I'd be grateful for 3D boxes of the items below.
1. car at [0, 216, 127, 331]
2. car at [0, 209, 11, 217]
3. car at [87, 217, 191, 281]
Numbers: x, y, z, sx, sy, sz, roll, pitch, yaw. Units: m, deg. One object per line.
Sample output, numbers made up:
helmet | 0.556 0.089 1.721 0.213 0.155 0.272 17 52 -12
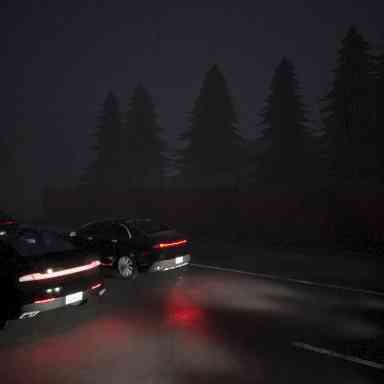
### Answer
car | -3.866 1.492 6.777 4.902 1.511 2.128 0 0 36
car | -9.937 1.505 15.451 4.892 1.490 1.837 0 0 36
car | -2.298 1.505 9.962 4.892 1.490 1.837 0 0 36
